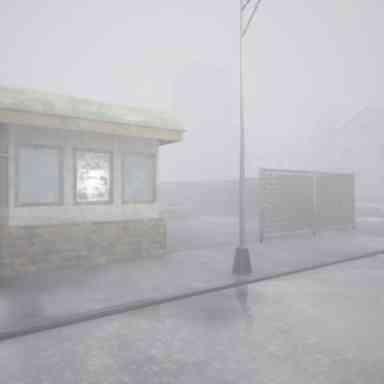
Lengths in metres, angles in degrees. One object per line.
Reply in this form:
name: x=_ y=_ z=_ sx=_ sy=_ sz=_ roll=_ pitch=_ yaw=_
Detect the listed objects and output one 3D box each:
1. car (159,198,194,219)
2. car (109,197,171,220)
car: x=-1.879 y=1.388 z=25.801 sx=4.193 sy=1.474 sz=1.816 roll=0 pitch=0 yaw=-36
car: x=-4.322 y=1.322 z=27.954 sx=4.611 sy=1.667 sz=2.242 roll=0 pitch=0 yaw=-36
